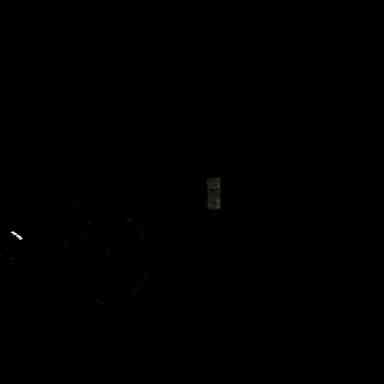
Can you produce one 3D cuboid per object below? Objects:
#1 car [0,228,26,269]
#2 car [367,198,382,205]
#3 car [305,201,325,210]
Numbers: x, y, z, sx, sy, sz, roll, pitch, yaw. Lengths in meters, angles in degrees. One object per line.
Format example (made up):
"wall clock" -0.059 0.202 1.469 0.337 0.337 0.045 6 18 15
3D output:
"car" -6.966 1.303 8.877 2.097 1.767 4.553 0 0 36
"car" 41.148 2.044 75.776 2.097 1.767 4.553 -1 -1 36
"car" 17.453 1.954 47.446 1.895 1.301 4.718 -1 -1 36
